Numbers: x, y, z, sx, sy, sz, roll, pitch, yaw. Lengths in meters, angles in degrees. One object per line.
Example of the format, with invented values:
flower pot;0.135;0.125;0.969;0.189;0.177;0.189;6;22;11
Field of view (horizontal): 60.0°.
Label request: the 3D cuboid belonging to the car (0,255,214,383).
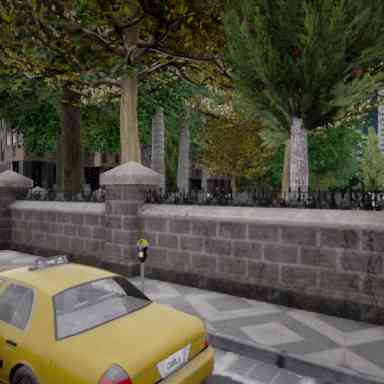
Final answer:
car;-2.043;1.527;4.414;4.829;1.417;1.752;0;0;35
